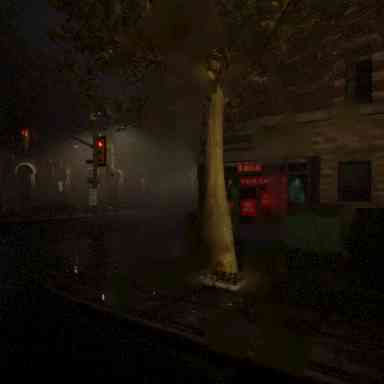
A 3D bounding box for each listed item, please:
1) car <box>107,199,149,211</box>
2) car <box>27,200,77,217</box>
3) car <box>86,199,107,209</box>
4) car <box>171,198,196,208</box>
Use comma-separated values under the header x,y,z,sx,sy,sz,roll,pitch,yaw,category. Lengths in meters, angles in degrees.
x,y,z,sx,sy,sz,roll,pitch,yaw,category
-7.439,1.604,40.003,1.895,1.301,4.718,0,0,36,car
-13.333,1.529,31.925,1.812,1.442,4.674,0,0,36,car
-11.917,1.599,45.143,1.895,1.301,4.718,0,0,36,car
-1.367,1.551,48.281,2.033,1.411,5.357,0,0,36,car
